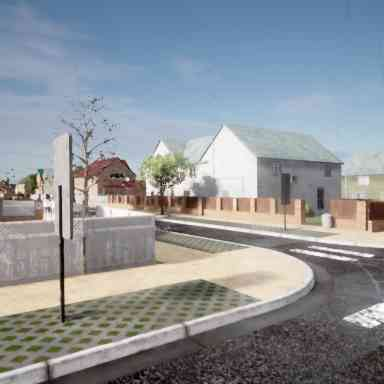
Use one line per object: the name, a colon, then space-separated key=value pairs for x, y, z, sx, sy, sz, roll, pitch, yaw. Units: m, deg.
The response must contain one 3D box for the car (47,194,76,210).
car: x=-15.814 y=1.162 z=40.204 sx=2.150 sy=2.045 sz=5.566 roll=-1 pitch=1 yaw=-37
